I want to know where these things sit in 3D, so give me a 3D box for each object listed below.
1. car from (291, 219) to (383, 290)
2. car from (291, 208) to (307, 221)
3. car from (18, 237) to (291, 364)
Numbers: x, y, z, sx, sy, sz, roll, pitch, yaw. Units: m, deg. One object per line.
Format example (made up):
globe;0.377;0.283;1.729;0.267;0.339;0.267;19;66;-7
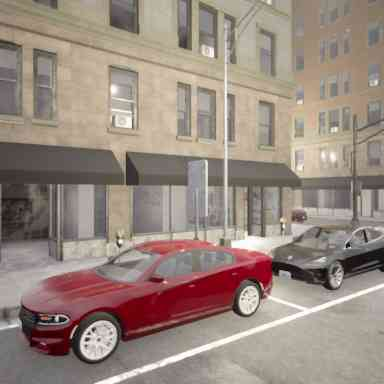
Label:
car;3.939;1.565;9.078;4.313;1.339;1.947;0;0;-36
car;6.494;1.544;25.754;1.882;1.535;5.008;0;0;-36
car;-0.518;1.544;5.836;4.507;1.381;1.887;0;0;-36
